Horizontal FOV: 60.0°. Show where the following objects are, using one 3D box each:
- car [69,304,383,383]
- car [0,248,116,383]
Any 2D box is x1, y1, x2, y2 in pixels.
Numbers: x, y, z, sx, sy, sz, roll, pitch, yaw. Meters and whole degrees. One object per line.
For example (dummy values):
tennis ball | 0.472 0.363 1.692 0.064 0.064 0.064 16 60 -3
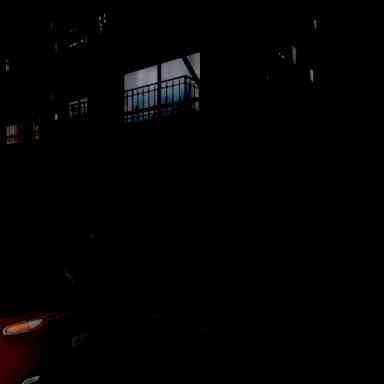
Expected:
car | 1.494 1.566 1.809 4.313 1.339 1.947 0 0 36
car | -3.087 1.545 5.093 4.507 1.381 1.887 0 0 36
